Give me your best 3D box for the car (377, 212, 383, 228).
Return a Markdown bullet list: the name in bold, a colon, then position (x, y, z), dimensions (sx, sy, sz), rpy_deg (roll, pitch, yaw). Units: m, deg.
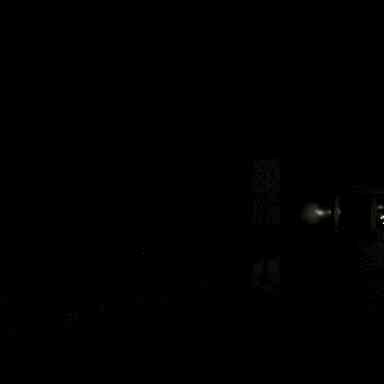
- **car**: position (13.233, 1.831, 25.918), dimensions (2.097, 1.767, 4.553), rpy_deg (0, -1, -35)
